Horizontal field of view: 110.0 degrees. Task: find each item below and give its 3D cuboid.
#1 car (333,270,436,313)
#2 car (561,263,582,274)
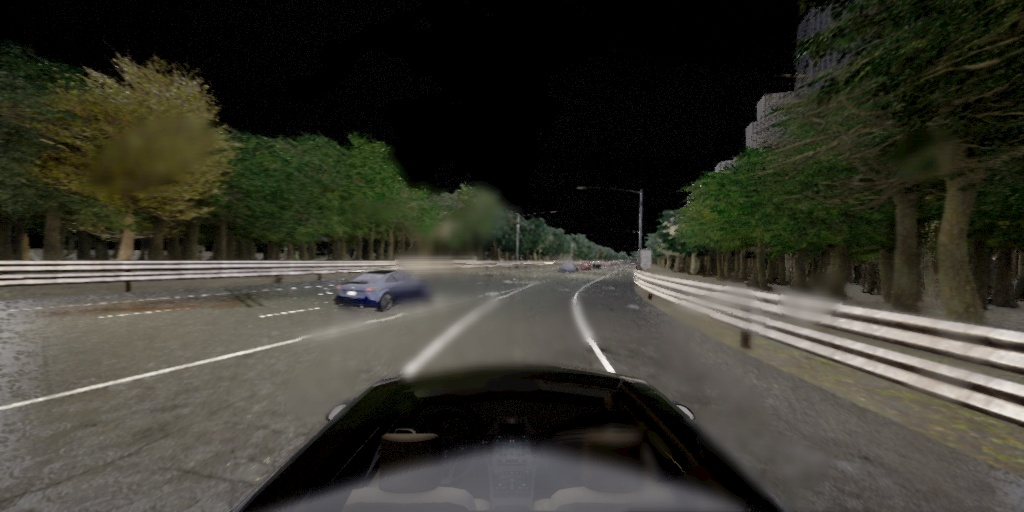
[{"bbox_3d":[-4.672,1.236,13.814,1.994,1.385,4.181,1,0,19],"label":"car"},{"bbox_3d":[8.219,1.761,50.761,1.994,1.385,4.181,1,0,19],"label":"car"}]
